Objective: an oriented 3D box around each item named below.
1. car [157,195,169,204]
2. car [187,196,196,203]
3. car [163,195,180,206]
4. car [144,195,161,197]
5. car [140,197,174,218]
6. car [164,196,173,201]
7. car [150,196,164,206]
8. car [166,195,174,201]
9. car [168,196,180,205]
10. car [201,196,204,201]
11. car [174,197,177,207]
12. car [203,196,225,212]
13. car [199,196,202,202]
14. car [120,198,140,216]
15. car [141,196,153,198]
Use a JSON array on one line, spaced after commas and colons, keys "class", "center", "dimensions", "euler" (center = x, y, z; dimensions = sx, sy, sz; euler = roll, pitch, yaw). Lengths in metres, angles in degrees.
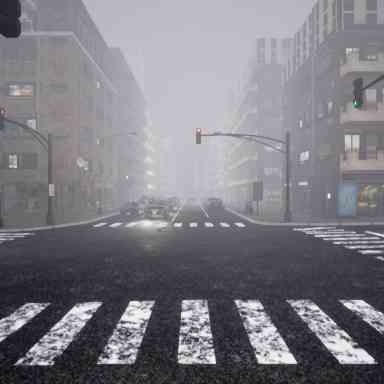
[{"class": "car", "center": [-5.788, 1.465, 66.308], "dimensions": [1.967, 1.590, 4.097], "euler": [0, 0, 0]}, {"class": "car", "center": [-0.061, 1.539, 70.634], "dimensions": [2.128, 1.511, 4.902], "euler": [0, 0, 0]}, {"class": "car", "center": [-3.162, 1.578, 49.924], "dimensions": [1.994, 1.385, 4.181], "euler": [0, 0, 0]}, {"class": "car", "center": [-5.755, 1.326, 43.578], "dimensions": [2.192, 1.841, 5.009], "euler": [0, 0, 0]}, {"class": "car", "center": [-3.136, 1.497, 30.647], "dimensions": [2.128, 1.511, 4.902], "euler": [0, 0, 1]}, {"class": "car", "center": [-5.814, 1.589, 83.354], "dimensions": [2.008, 1.369, 4.403], "euler": [0, 0, 0]}, {"class": "car", "center": [-5.771, 1.457, 54.943], "dimensions": [1.967, 1.590, 4.097], "euler": [0, 0, 0]}, {"class": "car", "center": [-5.823, 1.595, 89.037], "dimensions": [2.008, 1.369, 4.403], "euler": [0, 0, 0]}, {"class": "car", "center": [-3.134, 1.498, 59.934], "dimensions": [1.882, 1.535, 5.008], "euler": [0, 0, 0]}, {"class": "car", "center": [2.626, 1.451, 43.592], "dimensions": [1.967, 1.590, 4.097], "euler": [0, 0, 0]}, {"class": "car", "center": [-3.158, 1.610, 39.946], "dimensions": [1.895, 1.301, 4.718], "euler": [0, 0, 0]}, {"class": "car", "center": [2.634, 1.448, 37.910], "dimensions": [1.967, 1.590, 4.097], "euler": [0, 0, 0]}, {"class": "car", "center": [2.609, 1.599, 54.957], "dimensions": [1.802, 1.307, 4.206], "euler": [0, 0, 0]}, {"class": "car", "center": [-5.737, 1.572, 32.212], "dimensions": [1.947, 1.339, 4.313], "euler": [0, 0, 0]}, {"class": "car", "center": [-5.746, 1.534, 37.725], "dimensions": [1.752, 1.417, 4.829], "euler": [0, 0, 0]}]
